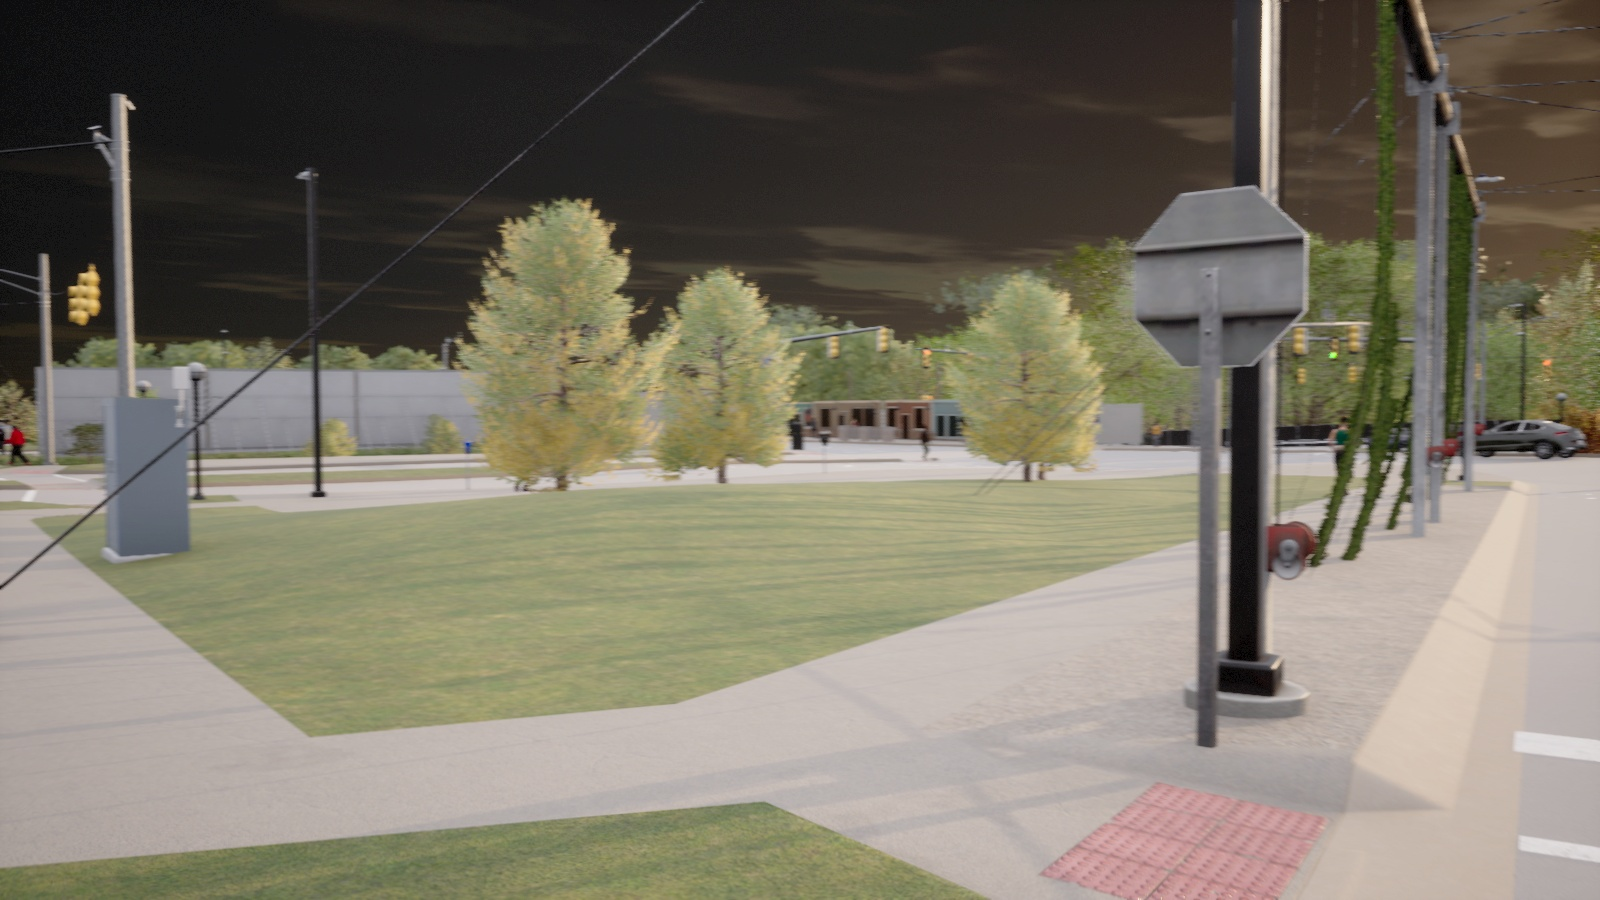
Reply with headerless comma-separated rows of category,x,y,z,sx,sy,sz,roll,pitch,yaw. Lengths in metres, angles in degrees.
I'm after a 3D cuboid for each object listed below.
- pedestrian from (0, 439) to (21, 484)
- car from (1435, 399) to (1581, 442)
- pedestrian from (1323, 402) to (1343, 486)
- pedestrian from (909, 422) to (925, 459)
pedestrian,-33.374,0.482,52.699,0.899,1.844,0.634,-2,2,-3
car,30.497,-1.258,54.225,2.152,1.651,5.027,-3,1,-35
pedestrian,11.975,-0.142,28.214,0.345,1.836,0.594,0,3,29
pedestrian,5.866,-0.490,63.052,0.431,1.840,0.703,-3,3,-33
